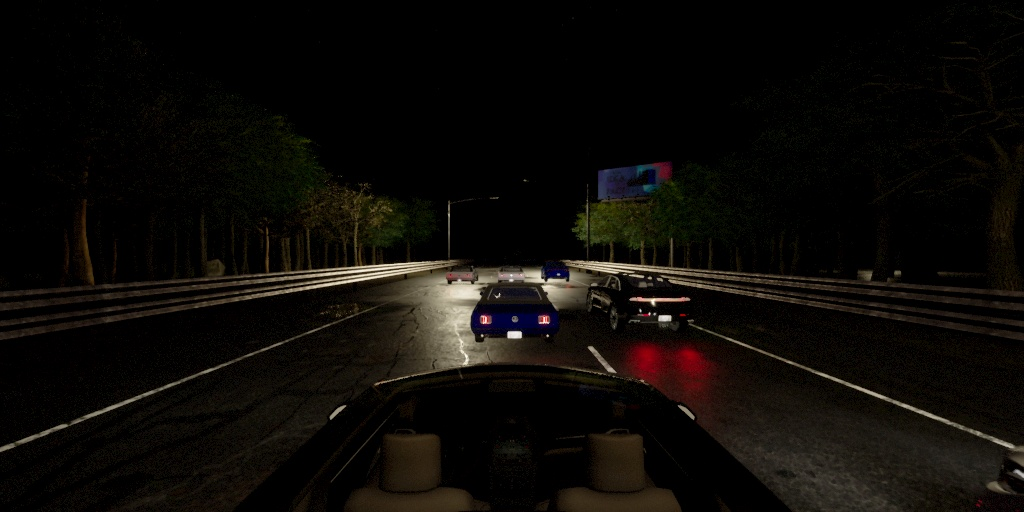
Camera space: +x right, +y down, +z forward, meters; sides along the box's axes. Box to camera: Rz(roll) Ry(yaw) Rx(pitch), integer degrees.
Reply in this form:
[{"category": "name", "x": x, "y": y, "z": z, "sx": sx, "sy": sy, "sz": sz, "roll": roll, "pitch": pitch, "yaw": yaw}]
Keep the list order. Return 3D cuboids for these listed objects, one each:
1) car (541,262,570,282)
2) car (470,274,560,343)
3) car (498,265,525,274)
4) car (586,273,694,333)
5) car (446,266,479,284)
[{"category": "car", "x": 3.438, "y": 1.228, "z": 29.095, "sx": 1.882, "sy": 1.535, "sz": 5.008, "roll": 0, "pitch": 0, "yaw": -1}, {"category": "car", "x": 0.053, "y": 1.351, "z": 9.664, "sx": 1.895, "sy": 1.301, "sz": 4.718, "roll": 0, "pitch": 0, "yaw": 0}, {"category": "car", "x": -0.047, "y": 1.351, "z": 26.504, "sx": 1.895, "sy": 1.301, "sz": 4.718, "roll": 0, "pitch": 0, "yaw": 0}, {"category": "car", "x": 3.548, "y": 1.242, "z": 10.787, "sx": 2.128, "sy": 1.511, "sz": 4.902, "roll": 0, "pitch": 0, "yaw": 0}, {"category": "car", "x": -3.548, "y": 1.351, "z": 26.434, "sx": 1.895, "sy": 1.301, "sz": 4.718, "roll": 0, "pitch": 0, "yaw": 0}]
